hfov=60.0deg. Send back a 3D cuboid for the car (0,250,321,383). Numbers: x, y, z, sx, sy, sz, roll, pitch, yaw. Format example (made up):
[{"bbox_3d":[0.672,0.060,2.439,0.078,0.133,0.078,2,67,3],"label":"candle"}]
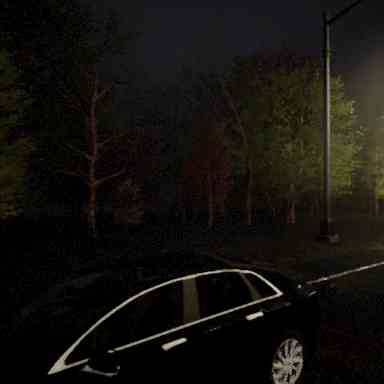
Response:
[{"bbox_3d":[-0.607,1.495,3.556,4.892,1.490,1.837,-1,0,-35],"label":"car"}]
